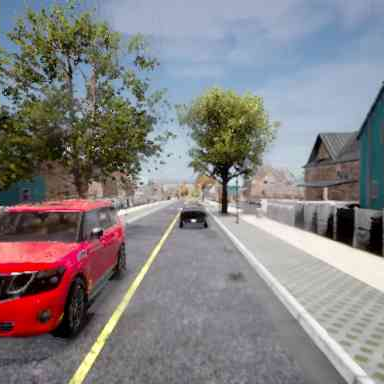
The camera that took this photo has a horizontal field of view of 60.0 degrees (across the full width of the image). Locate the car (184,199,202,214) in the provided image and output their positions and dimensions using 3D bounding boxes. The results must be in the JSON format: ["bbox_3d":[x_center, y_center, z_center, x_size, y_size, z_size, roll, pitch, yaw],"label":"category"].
[{"bbox_3d":[0.103,1.569,36.899,1.882,1.535,5.008,0,0,0],"label":"car"}]

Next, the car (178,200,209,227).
[{"bbox_3d":[0.103,1.538,23.064,1.837,1.490,4.892,0,0,0],"label":"car"}]

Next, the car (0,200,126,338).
[{"bbox_3d":[-2.848,1.223,6.952,2.150,2.045,5.566,0,0,0],"label":"car"}]
